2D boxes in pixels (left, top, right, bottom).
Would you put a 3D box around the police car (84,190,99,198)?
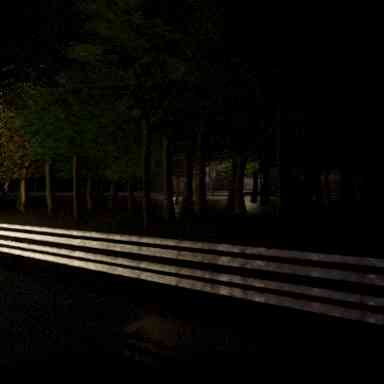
[{"bbox_3d":[-19.524,0.359,62.639,5.238,1.638,1.930,0,0,1],"label":"police car"}]
